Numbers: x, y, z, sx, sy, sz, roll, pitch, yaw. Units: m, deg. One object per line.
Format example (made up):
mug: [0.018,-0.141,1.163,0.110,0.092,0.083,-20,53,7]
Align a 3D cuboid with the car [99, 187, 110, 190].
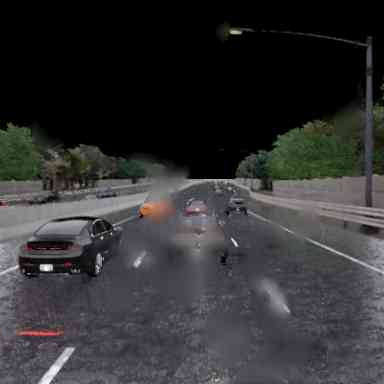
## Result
car: [-21.088,-0.557,80.621,2.097,1.767,4.553,0,2,1]

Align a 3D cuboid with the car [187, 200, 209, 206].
car: [0.509,1.400,29.314,1.994,1.385,4.181,0,1,1]

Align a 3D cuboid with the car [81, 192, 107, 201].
car: [-13.187,1.107,44.027,1.837,1.490,4.892,0,1,3]

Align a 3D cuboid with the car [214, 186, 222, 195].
car: [6.193,0.040,78.297,2.033,1.411,5.357,0,2,4]

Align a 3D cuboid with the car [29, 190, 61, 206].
car: [-20.113,0.788,45.733,2.150,2.045,5.566,0,1,3]

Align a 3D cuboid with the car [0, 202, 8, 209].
car: [-13.873,1.254,21.319,2.097,1.767,4.553,0,0,1]

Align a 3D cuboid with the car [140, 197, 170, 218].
car: [-3.021,1.200,28.166,2.097,1.767,4.553,0,1,1]

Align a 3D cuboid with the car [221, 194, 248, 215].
car: [3.921,1.188,30.417,1.837,1.490,4.892,0,1,1]

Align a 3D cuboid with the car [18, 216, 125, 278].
car: [-3.334,1.482,10.086,1.837,1.490,4.892,0,0,1]

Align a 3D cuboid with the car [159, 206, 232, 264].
car: [0.182,1.461,11.694,2.128,1.511,4.902,0,0,1]

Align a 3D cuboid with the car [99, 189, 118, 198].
car: [-15.746,0.652,63.512,1.895,1.301,4.718,0,2,3]

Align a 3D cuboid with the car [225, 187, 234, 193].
car: [10.348,-0.486,90.306,1.812,1.442,4.674,0,2,5]
